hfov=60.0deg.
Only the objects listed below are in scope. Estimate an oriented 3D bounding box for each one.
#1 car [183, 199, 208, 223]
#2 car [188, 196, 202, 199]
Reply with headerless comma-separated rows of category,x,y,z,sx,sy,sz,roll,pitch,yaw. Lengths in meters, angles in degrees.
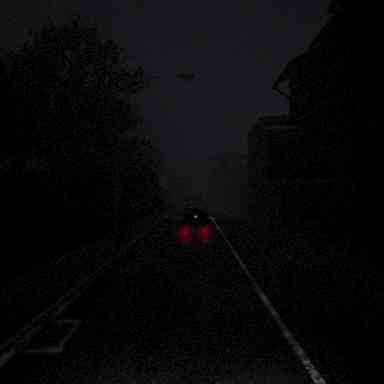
car,0.269,1.518,25.243,1.812,1.442,4.674,0,0,0
car,0.424,1.533,43.080,2.150,2.045,5.566,0,-2,0
